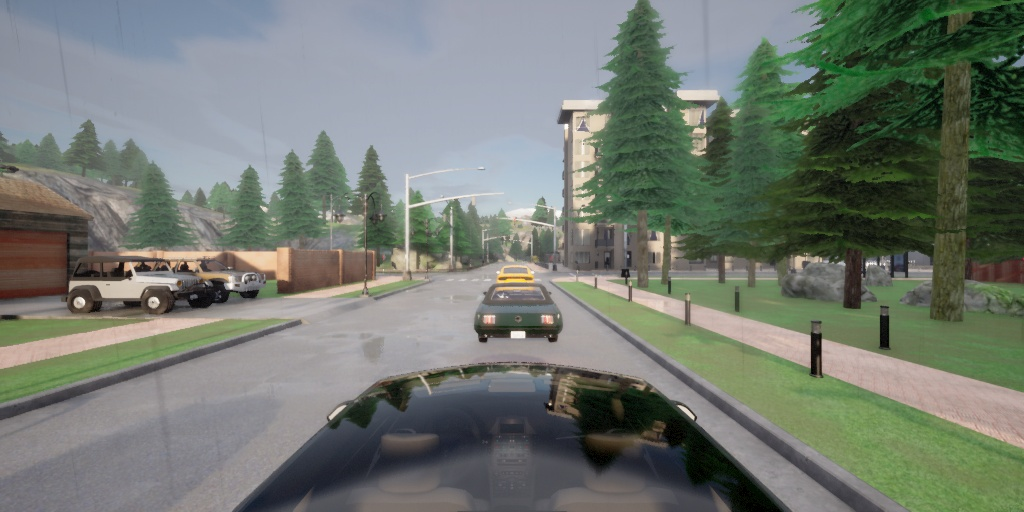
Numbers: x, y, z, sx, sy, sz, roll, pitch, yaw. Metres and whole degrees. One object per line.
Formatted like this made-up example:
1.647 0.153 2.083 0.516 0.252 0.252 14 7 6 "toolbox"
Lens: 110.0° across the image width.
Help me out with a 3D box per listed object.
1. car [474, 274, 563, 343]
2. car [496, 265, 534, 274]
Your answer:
0.148 1.351 9.677 1.895 1.301 4.718 0 0 0 "car"
0.180 1.228 19.017 1.882 1.535 5.008 0 0 0 "car"
